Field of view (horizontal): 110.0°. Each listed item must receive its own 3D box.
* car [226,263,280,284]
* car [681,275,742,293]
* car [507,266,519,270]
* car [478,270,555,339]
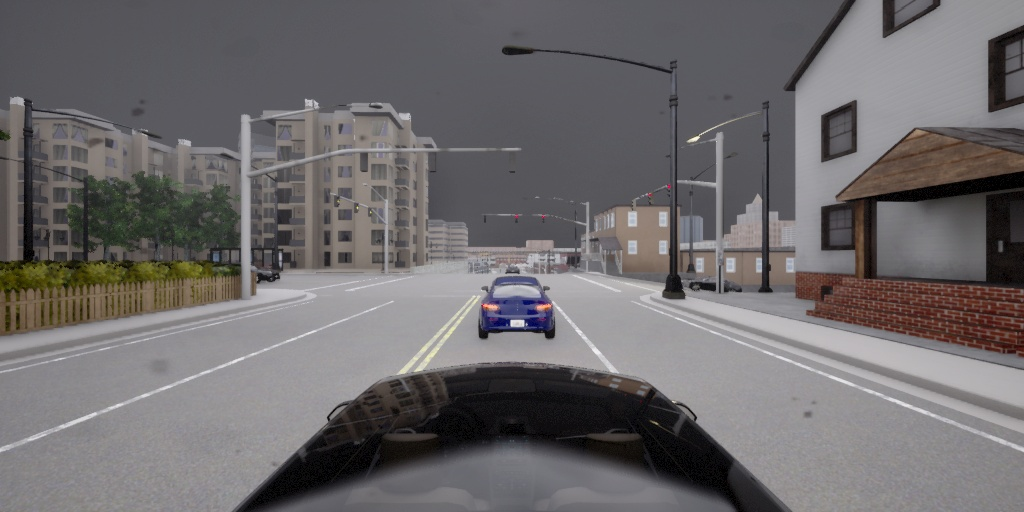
[{"bbox_3d":[-19.815,1.257,26.486,4.892,1.490,1.837,0,0,1],"label":"car"},{"bbox_3d":[16.316,2.366,29.664,4.902,1.511,2.128,8,0,1],"label":"car"},{"bbox_3d":[0.133,2.252,50.605,1.812,1.442,4.674,0,-9,1],"label":"car"},{"bbox_3d":[0.110,1.277,9.990,1.812,1.442,4.674,0,0,0],"label":"car"}]
